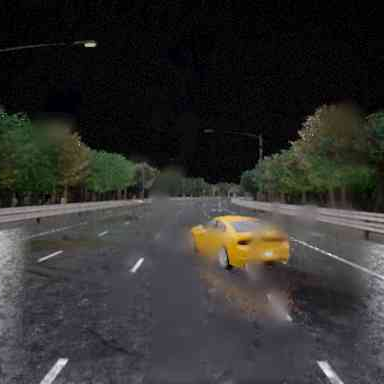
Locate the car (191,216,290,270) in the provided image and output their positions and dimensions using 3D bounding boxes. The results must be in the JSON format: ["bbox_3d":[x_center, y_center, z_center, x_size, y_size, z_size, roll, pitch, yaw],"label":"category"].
[{"bbox_3d":[1.413,1.593,11.691,1.882,1.535,5.008,0,0,-17],"label":"car"}]
